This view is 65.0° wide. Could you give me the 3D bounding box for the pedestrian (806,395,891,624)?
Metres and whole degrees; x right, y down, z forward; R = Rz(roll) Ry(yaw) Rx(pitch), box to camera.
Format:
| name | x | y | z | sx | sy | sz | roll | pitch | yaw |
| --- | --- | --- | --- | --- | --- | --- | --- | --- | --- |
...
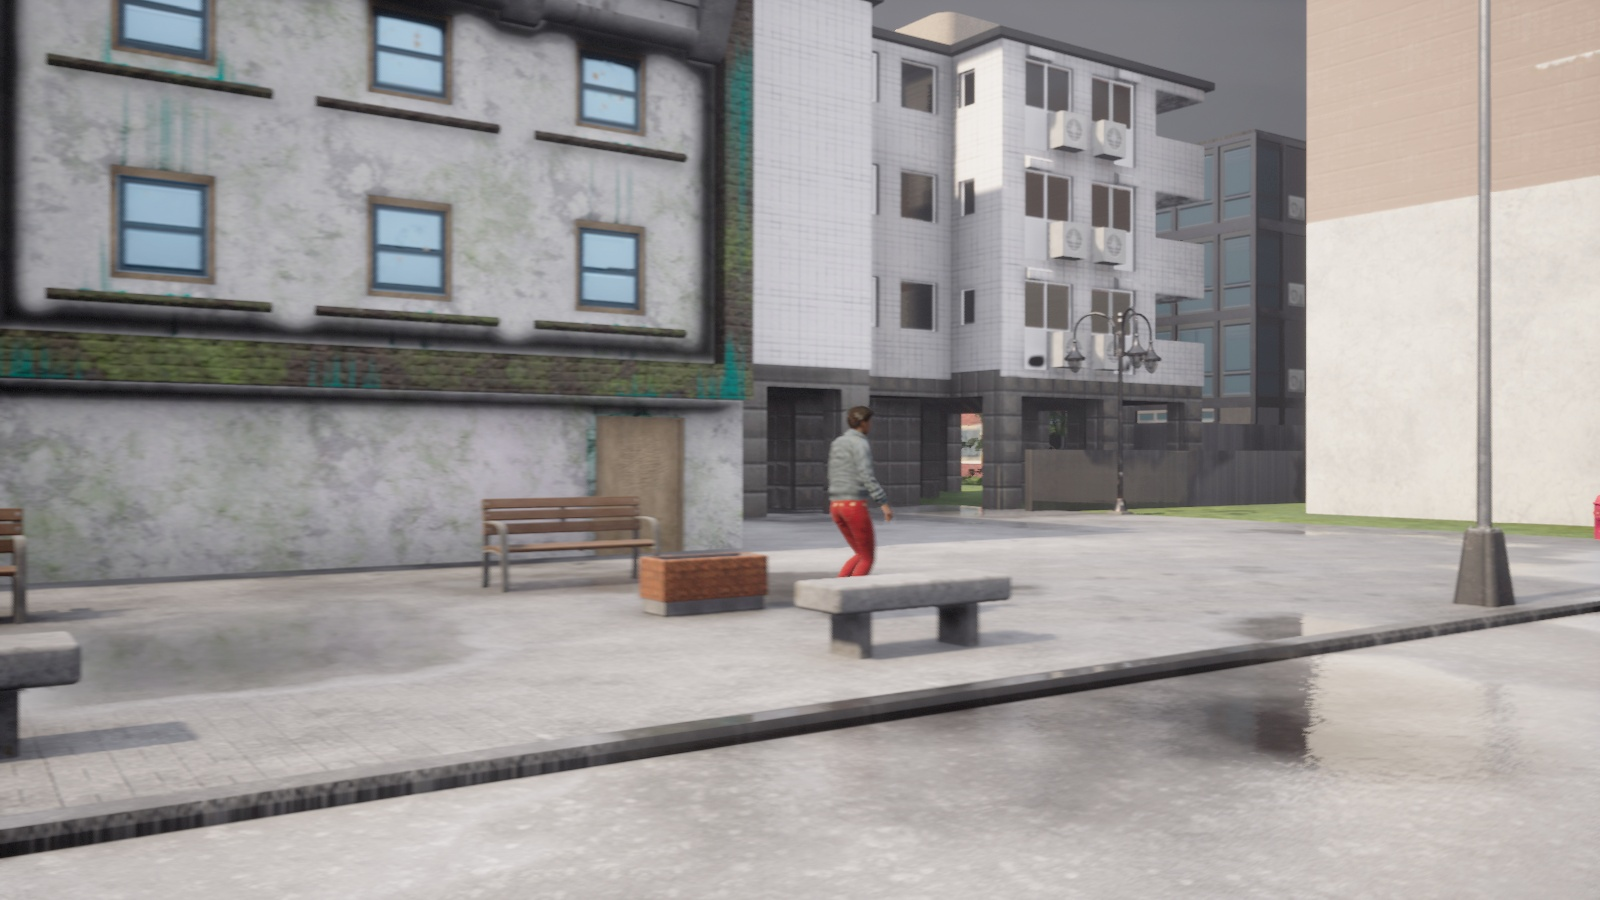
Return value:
| name | x | y | z | sx | sy | sz | roll | pitch | yaw |
| --- | --- | --- | --- | --- | --- | --- | --- | --- | --- |
| pedestrian | 0.401 | 0.479 | 10.426 | 0.614 | 1.847 | 0.353 | 0 | 0 | -33 |
